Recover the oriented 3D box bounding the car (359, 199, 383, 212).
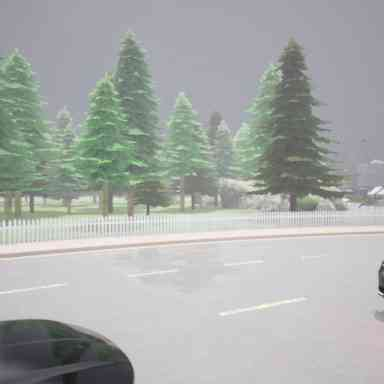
[{"bbox_3d":[19.910,1.602,36.072,1.994,1.385,4.181,0,0,-3],"label":"car"}]

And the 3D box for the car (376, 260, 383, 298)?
[{"bbox_3d":[5.680,1.488,6.134,4.902,1.511,2.128,0,0,-23],"label":"car"}]

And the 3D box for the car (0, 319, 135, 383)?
[{"bbox_3d":[-2.678,1.479,1.653,5.008,1.535,1.882,0,0,-36],"label":"car"}]
